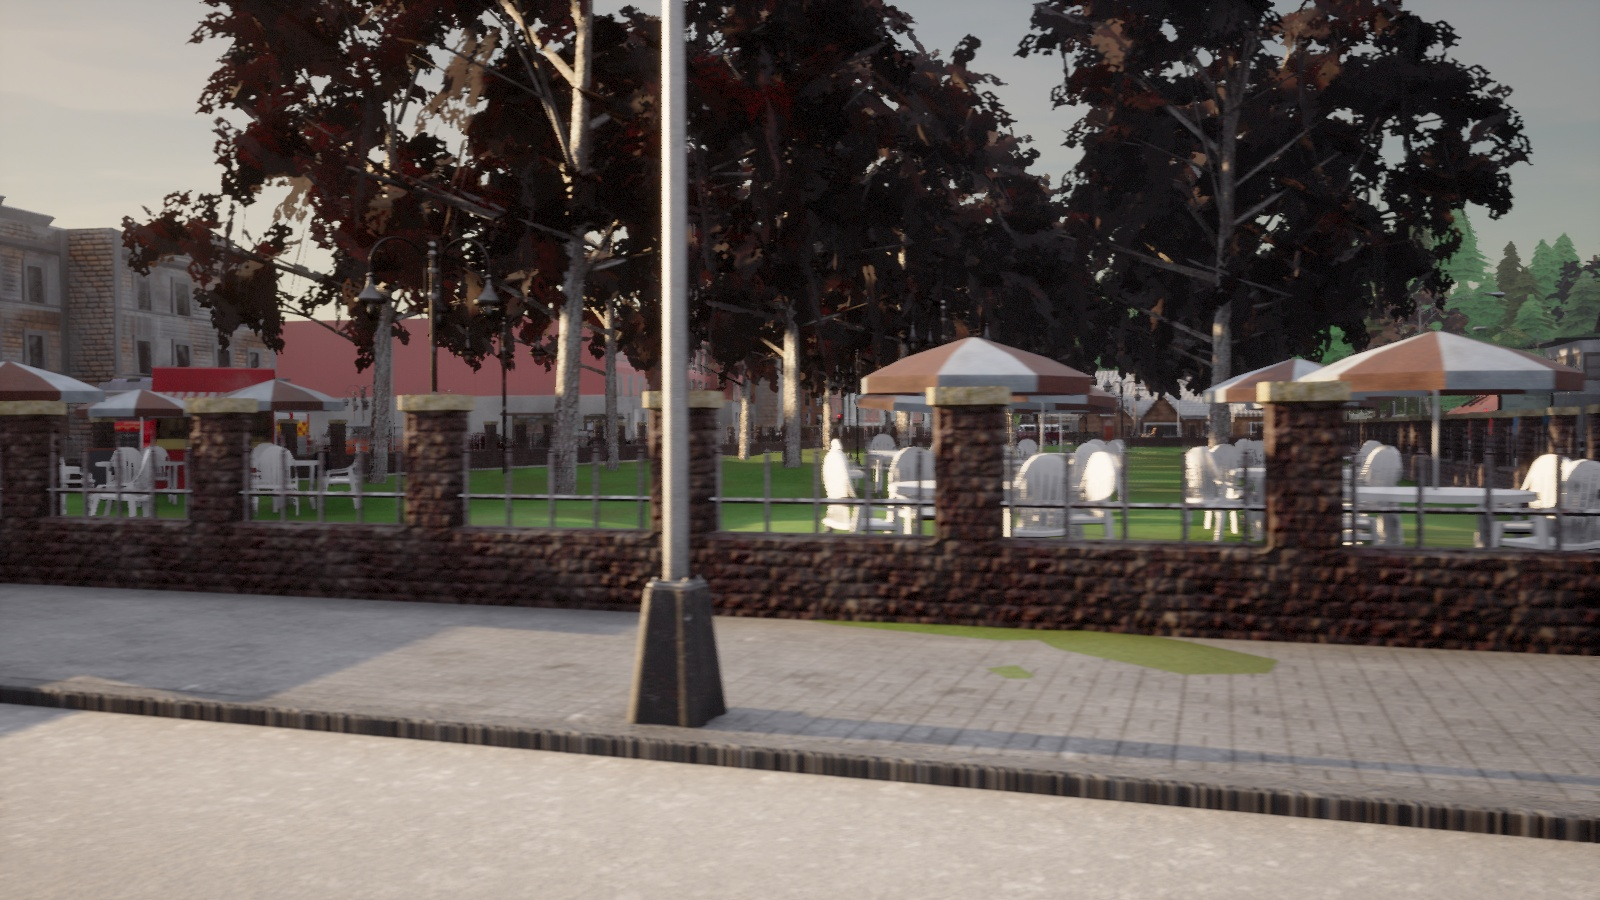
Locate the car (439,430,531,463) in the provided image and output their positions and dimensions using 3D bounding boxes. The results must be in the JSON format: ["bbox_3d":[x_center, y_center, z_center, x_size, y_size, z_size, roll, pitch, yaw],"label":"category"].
[{"bbox_3d":[-15.145,-0.208,60.647,1.882,1.535,5.008,0,1,18],"label":"car"}]

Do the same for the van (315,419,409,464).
[{"bbox_3d":[-20.210,-0.410,58.119,1.775,1.987,4.442,0,1,18],"label":"van"}]

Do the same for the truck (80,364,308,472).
[{"bbox_3d":[-23.291,-1.191,48.908,2.891,3.827,8.468,0,1,19],"label":"truck"}]

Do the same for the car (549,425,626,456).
[{"bbox_3d":[-11.850,-0.552,70.439,2.152,1.651,5.027,0,1,19],"label":"car"}]
